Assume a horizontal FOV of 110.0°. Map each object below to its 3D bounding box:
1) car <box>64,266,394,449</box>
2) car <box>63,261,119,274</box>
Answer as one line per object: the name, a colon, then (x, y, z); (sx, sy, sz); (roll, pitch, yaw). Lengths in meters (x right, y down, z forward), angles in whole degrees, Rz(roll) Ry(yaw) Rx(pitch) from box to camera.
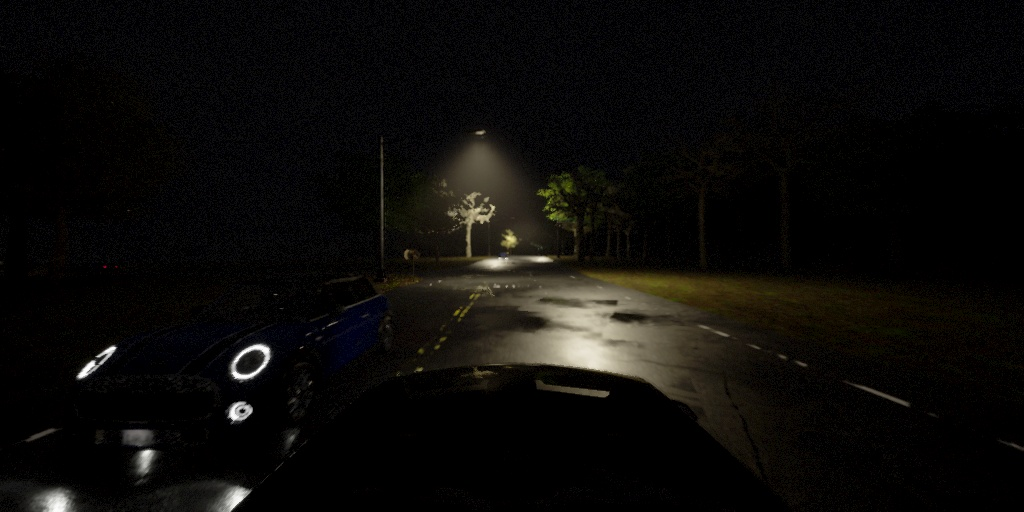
car: (-3.499, 1.083, 5.585); (2.097, 1.767, 4.553); (0, 0, 0)
car: (-49.488, 1.325, 42.090); (5.357, 1.411, 2.033); (0, -1, 2)
